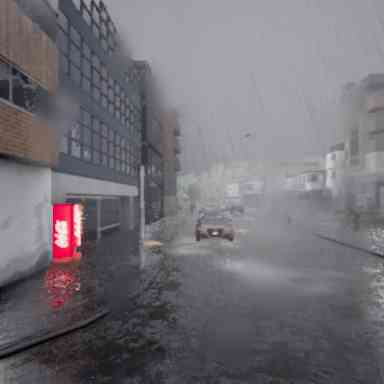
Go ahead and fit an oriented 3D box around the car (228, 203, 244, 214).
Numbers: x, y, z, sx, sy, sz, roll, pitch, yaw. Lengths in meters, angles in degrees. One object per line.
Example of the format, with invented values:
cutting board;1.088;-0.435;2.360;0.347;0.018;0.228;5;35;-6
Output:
car;6.830;2.522;50.942;1.837;1.490;4.892;-1;-1;2

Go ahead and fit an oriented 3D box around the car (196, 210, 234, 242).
car;1.266;1.958;18.881;1.994;1.385;4.181;-1;-1;2

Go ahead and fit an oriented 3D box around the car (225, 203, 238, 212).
car;7.263;2.777;61.195;2.033;1.411;5.357;-1;-1;2

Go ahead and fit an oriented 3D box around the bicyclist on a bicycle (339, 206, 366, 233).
bicyclist on a bicycle;9.724;1.689;20.181;1.656;1.620;0.582;-1;-1;2

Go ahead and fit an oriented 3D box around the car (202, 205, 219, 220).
car;2.123;2.281;38.692;1.882;1.535;5.008;-1;-1;3

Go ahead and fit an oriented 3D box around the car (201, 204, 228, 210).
car;1.688;1.951;28.797;2.097;1.767;4.553;-1;-1;2
